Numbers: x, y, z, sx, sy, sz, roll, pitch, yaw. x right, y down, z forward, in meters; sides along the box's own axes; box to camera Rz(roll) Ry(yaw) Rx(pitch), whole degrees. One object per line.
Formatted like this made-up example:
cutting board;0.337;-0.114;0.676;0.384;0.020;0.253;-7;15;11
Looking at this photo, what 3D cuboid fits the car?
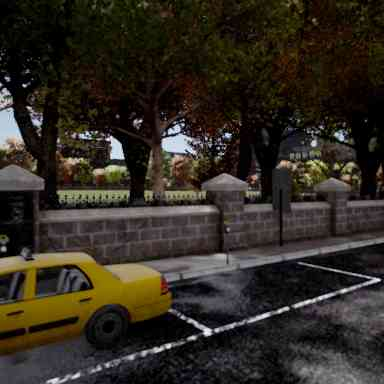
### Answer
car;-2.621;1.525;4.691;4.829;1.417;1.752;0;0;-35
